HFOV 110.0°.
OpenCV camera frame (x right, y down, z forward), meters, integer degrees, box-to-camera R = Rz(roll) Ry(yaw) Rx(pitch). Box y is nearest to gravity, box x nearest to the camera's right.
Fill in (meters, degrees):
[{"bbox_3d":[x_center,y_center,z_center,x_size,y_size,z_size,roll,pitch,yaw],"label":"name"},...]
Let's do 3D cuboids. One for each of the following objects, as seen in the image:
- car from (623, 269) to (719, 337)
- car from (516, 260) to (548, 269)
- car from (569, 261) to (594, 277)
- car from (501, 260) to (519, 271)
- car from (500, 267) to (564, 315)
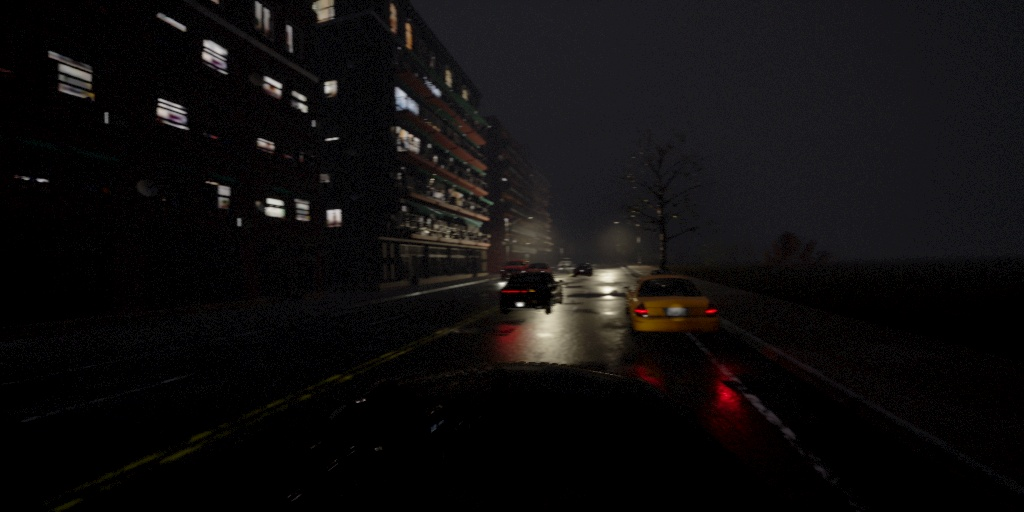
[{"bbox_3d":[4.124,1.149,9.972,1.801,1.575,5.366,-2,-1,16],"label":"car"},{"bbox_3d":[2.221,1.409,31.954,2.097,1.767,4.553,-2,-1,16],"label":"car"},{"bbox_3d":[7.746,1.491,38.904,1.994,1.385,4.181,-2,-1,16],"label":"car"},{"bbox_3d":[0.447,1.423,37.696,2.150,2.045,5.566,-2,-1,16],"label":"car"},{"bbox_3d":[0.915,1.384,14.405,1.837,1.490,4.892,-2,-1,16],"label":"car"}]
